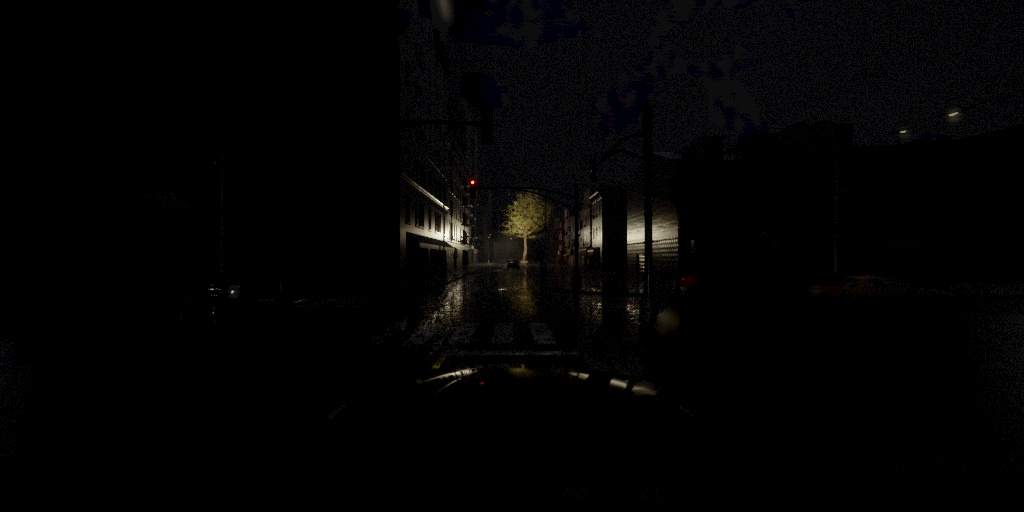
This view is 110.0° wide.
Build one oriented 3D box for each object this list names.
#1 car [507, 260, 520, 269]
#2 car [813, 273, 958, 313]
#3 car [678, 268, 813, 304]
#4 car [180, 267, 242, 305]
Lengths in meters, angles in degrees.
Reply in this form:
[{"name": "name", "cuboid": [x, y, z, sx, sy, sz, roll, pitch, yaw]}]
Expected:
[{"name": "car", "cuboid": [0.183, 1.274, 55.493, 2.033, 1.411, 5.357, 0, 0, 0]}, {"name": "car", "cuboid": [13.903, 1.346, 13.670, 4.829, 1.417, 1.751, 0, 0, 0]}, {"name": "car", "cuboid": [10.145, 1.304, 16.196, 4.902, 1.511, 2.128, 0, 0, 0]}, {"name": "car", "cuboid": [-13.754, 1.175, 14.554, 4.892, 1.490, 1.837, 1, 0, 0]}]
